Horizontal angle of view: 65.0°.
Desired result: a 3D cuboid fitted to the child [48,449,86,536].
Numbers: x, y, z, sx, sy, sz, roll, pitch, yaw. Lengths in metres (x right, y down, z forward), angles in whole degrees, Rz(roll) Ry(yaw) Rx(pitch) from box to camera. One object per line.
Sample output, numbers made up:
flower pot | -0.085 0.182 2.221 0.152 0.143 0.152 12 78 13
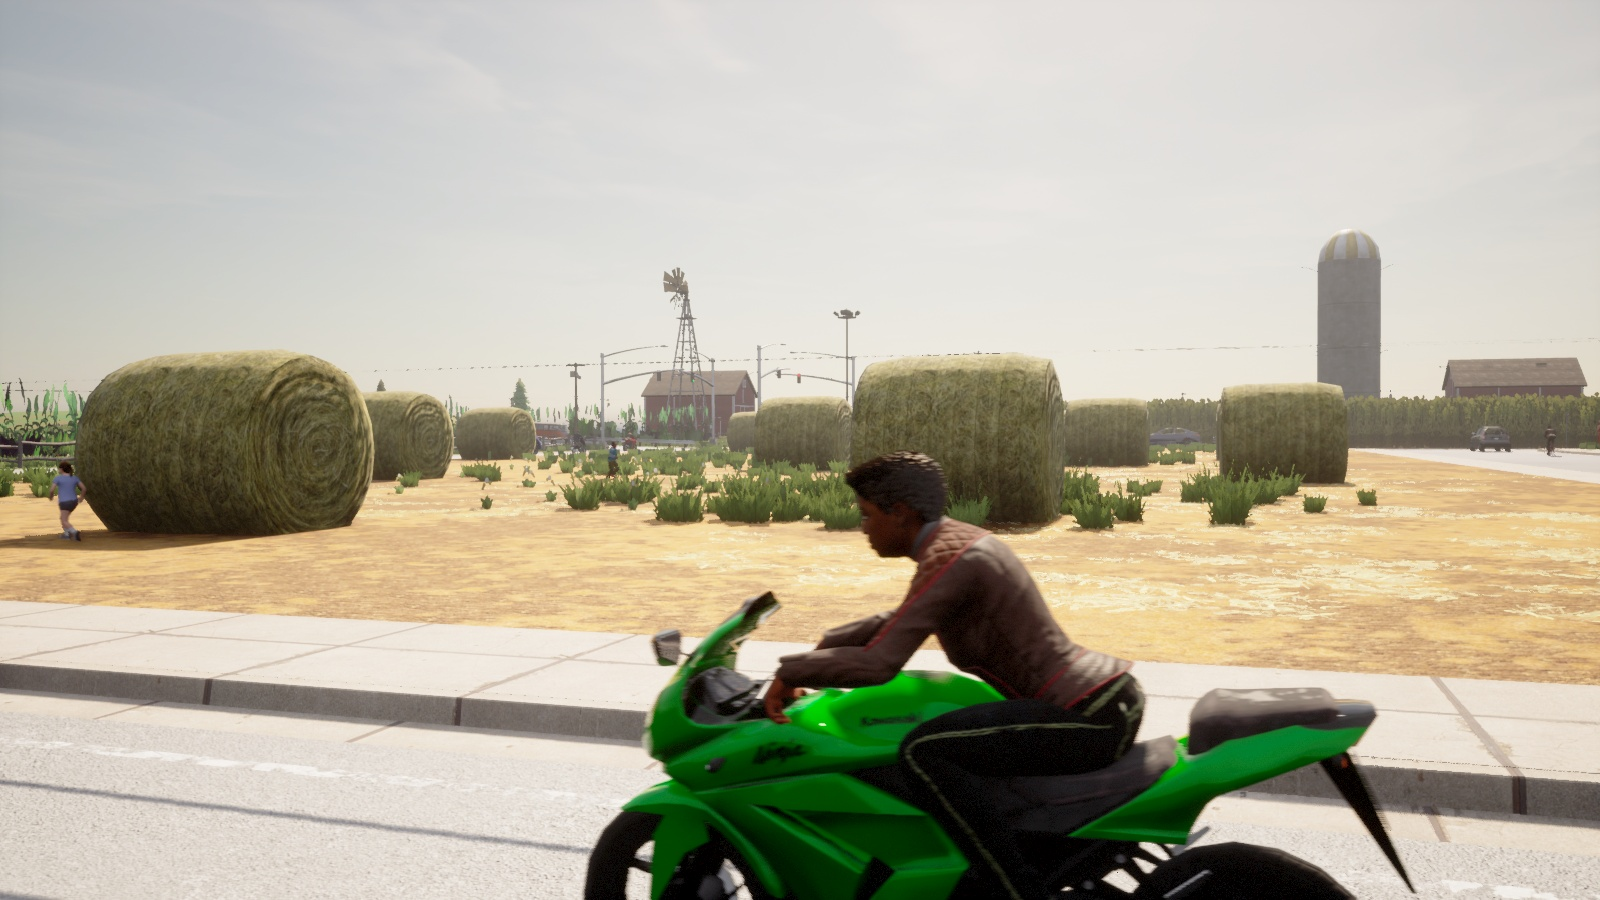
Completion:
child | -9.551 0.544 16.363 0.394 1.110 0.255 1 1 26

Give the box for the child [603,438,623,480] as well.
child | -5.262 0.246 35.328 0.448 1.192 0.343 1 1 27

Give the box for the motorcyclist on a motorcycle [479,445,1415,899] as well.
motorcyclist on a motorcycle | 0.319 0.760 3.093 2.044 1.523 0.797 1 1 18

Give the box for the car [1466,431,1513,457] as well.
car | 43.947 -0.419 80.069 1.851 1.617 3.988 1 1 17
